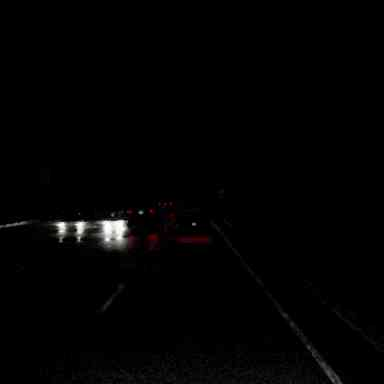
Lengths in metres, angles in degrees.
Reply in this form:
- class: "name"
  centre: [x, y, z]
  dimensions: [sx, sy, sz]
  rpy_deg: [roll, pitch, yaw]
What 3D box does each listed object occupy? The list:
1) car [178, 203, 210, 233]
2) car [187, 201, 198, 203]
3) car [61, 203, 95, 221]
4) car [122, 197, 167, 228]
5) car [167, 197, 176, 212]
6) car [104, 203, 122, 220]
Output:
- class: "car"
  centre: [0.102, 1.699, 21.286]
  dimensions: [1.882, 1.535, 5.008]
  rpy_deg: [0, 0, 0]
- class: "car"
  centre: [0.102, 1.893, 44.230]
  dimensions: [2.128, 1.511, 4.902]
  rpy_deg: [0, 0, 0]
- class: "car"
  centre: [-10.593, 1.791, 31.229]
  dimensions: [1.882, 1.535, 5.008]
  rpy_deg: [0, 0, 0]
- class: "car"
  centre: [-3.398, 1.479, 24.850]
  dimensions: [2.150, 2.045, 5.566]
  rpy_deg: [0, 0, 0]
- class: "car"
  centre: [-3.397, 1.626, 44.626]
  dimensions: [2.150, 2.045, 5.566]
  rpy_deg: [0, 0, 0]
- class: "car"
  centre: [-7.092, 1.812, 32.165]
  dimensions: [2.128, 1.511, 4.902]
  rpy_deg: [0, 0, 0]
